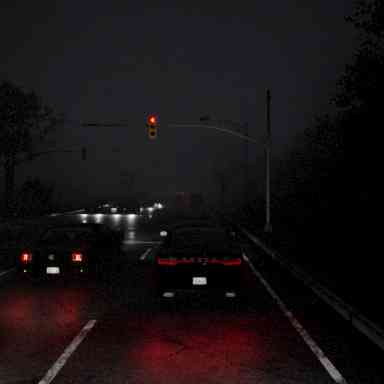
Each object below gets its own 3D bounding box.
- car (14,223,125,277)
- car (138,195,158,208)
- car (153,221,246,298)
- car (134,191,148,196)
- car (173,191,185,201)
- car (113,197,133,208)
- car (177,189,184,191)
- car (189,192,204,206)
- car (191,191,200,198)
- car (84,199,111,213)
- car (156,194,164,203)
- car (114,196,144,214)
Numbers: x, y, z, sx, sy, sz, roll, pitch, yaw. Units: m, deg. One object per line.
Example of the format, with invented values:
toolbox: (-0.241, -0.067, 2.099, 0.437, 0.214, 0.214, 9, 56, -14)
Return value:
car: (-3.368, 1.600, 10.241, 1.895, 1.301, 4.718, 0, 0, -1)
car: (-6.578, 1.523, 49.026, 1.812, 1.442, 4.674, 0, 0, 1)
car: (0.157, 1.477, 8.564, 1.882, 1.535, 5.008, 0, 0, 0)
car: (-9.835, 0.863, 64.619, 2.150, 2.045, 5.566, 0, 3, 1)
car: (-2.779, 1.067, 66.912, 2.033, 1.411, 5.357, 0, 3, 1)
car: (-10.082, 1.475, 48.831, 1.882, 1.535, 5.008, 0, 0, 1)
car: (-2.656, 0.170, 77.289, 2.097, 1.767, 4.553, 0, 3, 1)
car: (0.663, 1.205, 53.490, 2.150, 2.045, 5.566, 0, 0, 1)
car: (0.848, 0.558, 77.644, 1.895, 1.301, 4.718, 0, 3, 1)
car: (-10.235, 1.503, 36.416, 1.837, 1.490, 4.892, 0, 0, 1)
car: (-6.371, 1.183, 63.537, 2.128, 1.511, 4.902, 0, 3, 1)
car: (-6.742, 1.503, 35.850, 1.837, 1.490, 4.892, 0, 0, 1)
